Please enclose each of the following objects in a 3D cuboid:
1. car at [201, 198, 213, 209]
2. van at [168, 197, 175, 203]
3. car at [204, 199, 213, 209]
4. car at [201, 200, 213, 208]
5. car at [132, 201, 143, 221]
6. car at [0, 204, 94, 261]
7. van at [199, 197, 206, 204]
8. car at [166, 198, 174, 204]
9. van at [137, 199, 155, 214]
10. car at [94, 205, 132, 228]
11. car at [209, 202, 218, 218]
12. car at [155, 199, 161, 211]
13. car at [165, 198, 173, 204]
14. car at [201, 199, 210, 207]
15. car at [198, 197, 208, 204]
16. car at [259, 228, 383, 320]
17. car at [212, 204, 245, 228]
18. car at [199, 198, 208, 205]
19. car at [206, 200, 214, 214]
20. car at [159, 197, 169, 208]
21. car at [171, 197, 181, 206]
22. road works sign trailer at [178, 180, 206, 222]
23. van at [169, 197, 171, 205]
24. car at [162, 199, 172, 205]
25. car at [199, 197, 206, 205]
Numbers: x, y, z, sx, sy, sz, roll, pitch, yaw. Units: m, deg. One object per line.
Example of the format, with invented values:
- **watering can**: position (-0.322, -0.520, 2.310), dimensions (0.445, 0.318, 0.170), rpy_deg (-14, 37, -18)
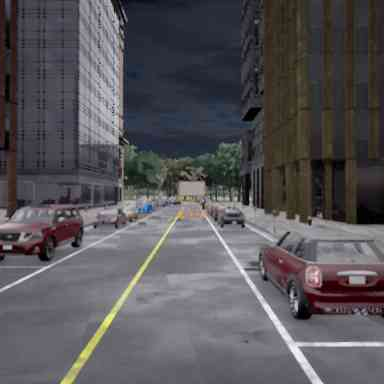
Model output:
- **car**: position (2.735, 2.018, 51.158), dimensions (1.752, 1.417, 4.829), rpy_deg (0, -1, 0)
- **van**: position (-5.814, 2.272, 94.484), dimensions (1.690, 1.788, 3.998), rpy_deg (0, -1, 0)
- **car**: position (2.741, 1.912, 40.284), dimensions (1.752, 1.417, 4.829), rpy_deg (0, -1, 0)
- **car**: position (2.729, 2.150, 61.863), dimensions (2.008, 1.369, 4.403), rpy_deg (0, -1, 0)
- **car**: position (-5.779, 1.804, 29.065), dimensions (1.752, 1.417, 4.829), rpy_deg (0, -1, 0)
- **car**: position (-5.770, 1.439, 12.925), dimensions (2.192, 1.841, 5.009), rpy_deg (0, -1, 0)
- **van**: position (2.714, 2.216, 89.051), dimensions (1.690, 1.788, 3.998), rpy_deg (0, -1, 0)
- **car**: position (-5.811, 2.315, 89.046), dimensions (1.967, 1.590, 4.097), rpy_deg (0, -1, 0)
- **van**: position (-5.785, 1.726, 40.111), dimensions (1.690, 1.788, 3.998), rpy_deg (0, -1, 0)
- **car**: position (-5.776, 1.810, 23.797), dimensions (1.802, 1.307, 4.206), rpy_deg (0, -1, 0)
- **car**: position (2.747, 1.824, 29.239), dimensions (1.887, 1.381, 4.507), rpy_deg (0, -1, 0)
- **car**: position (-5.787, 1.989, 45.547), dimensions (2.008, 1.369, 4.403), rpy_deg (0, -1, 0)
- **car**: position (-5.808, 2.343, 83.438), dimensions (1.752, 1.417, 4.829), rpy_deg (0, -1, 0)
- **car**: position (2.726, 2.180, 67.470), dimensions (1.752, 1.417, 4.829), rpy_deg (0, -1, 0)
- **car**: position (2.717, 2.134, 83.615), dimensions (2.192, 1.841, 5.009), rpy_deg (0, -1, 0)
- **car**: position (2.758, 1.512, 7.491), dimensions (1.967, 1.590, 4.097), rpy_deg (0, -1, 0)
- **car**: position (2.750, 1.778, 23.802), dimensions (2.008, 1.369, 4.403), rpy_deg (0, -1, 0)
- **car**: position (2.720, 2.203, 78.176), dimensions (1.967, 1.590, 4.097), rpy_deg (0, -1, 0)
- **car**: position (2.744, 1.877, 34.677), dimensions (1.887, 1.381, 4.507), rpy_deg (0, -1, 0)
- **car**: position (-5.796, 2.165, 61.858), dimensions (1.947, 1.339, 4.313), rpy_deg (0, -1, 0)
- **car**: position (-3.038, 2.288, 71.173), dimensions (1.895, 1.301, 4.718), rpy_deg (0, -1, 0)
- **road works sign trailer**: position (-0.015, 0.745, 29.390), dimensions (2.380, 3.560, 2.880), rpy_deg (0, -1, 0)
- **van**: position (-5.799, 1.995, 67.298), dimensions (1.690, 1.788, 3.998), rpy_deg (0, -1, 0)
- **car**: position (-5.805, 2.330, 78.170), dimensions (1.947, 1.339, 4.313), rpy_deg (0, -1, 0)
- **car**: position (2.732, 1.860, 56.428), dimensions (2.192, 1.841, 5.009), rpy_deg (0, -1, 0)
